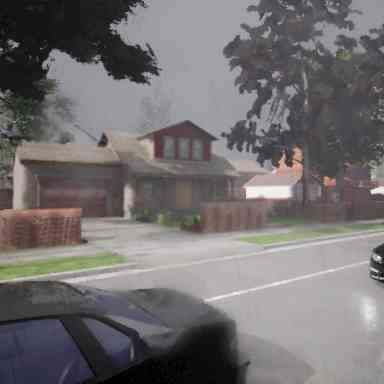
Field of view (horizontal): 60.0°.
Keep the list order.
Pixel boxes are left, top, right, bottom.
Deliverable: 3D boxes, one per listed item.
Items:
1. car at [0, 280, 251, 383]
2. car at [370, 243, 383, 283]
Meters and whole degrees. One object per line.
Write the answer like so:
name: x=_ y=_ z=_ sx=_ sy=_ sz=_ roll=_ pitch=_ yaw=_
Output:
car: x=-1.975 y=1.548 z=2.547 sx=5.357 sy=1.411 sz=2.033 roll=0 pitch=0 yaw=-35
car: x=6.400 y=1.483 z=8.433 sx=4.902 sy=1.511 sz=2.128 roll=0 pitch=0 yaw=-35
